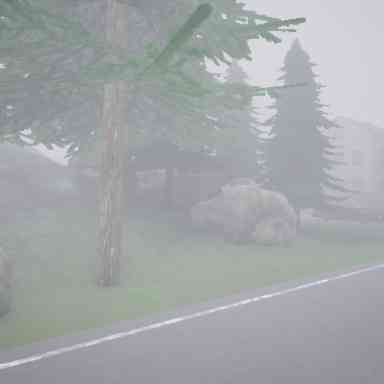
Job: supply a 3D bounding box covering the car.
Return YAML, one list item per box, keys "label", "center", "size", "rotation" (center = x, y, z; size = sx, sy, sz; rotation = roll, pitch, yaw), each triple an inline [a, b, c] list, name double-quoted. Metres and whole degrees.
- label: "car"
  center: [11.524, 1.532, 24.345]
  size: [2.033, 1.411, 5.357]
  rotation: [0, 0, -35]
